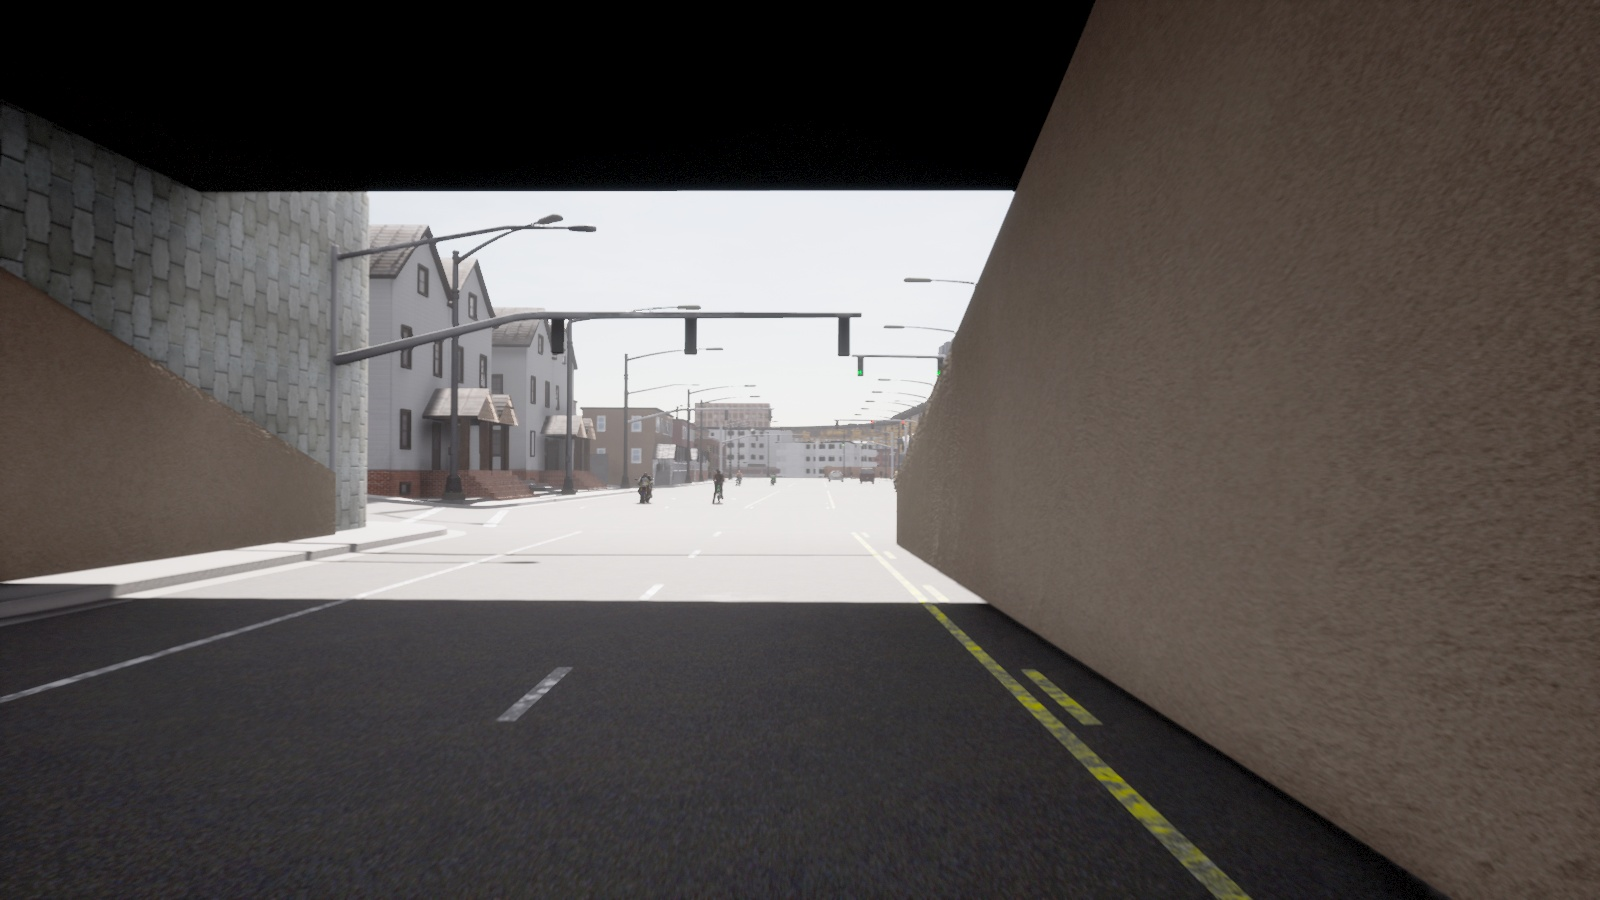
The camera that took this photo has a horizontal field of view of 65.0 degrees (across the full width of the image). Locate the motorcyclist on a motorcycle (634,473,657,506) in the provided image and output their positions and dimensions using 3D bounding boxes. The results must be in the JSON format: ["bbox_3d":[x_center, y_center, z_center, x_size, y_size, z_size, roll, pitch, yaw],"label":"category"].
[{"bbox_3d":[-7.349,1.882,59.839,0.866,1.530,2.191,0,-1,0],"label":"motorcyclist on a motorcycle"}]
